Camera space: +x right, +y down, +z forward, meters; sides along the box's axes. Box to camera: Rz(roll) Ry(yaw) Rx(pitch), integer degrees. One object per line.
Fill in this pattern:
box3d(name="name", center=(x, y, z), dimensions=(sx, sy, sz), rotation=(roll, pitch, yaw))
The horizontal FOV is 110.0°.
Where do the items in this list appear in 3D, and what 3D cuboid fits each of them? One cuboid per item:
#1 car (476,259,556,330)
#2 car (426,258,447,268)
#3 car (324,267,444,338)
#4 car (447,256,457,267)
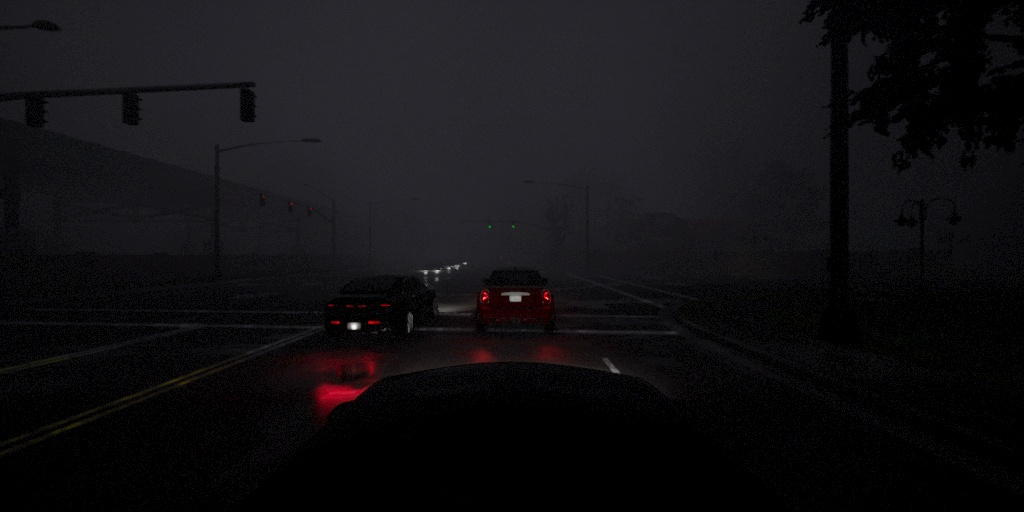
box3d(name="car", center=(0.095, 1.094, 11.191), dimensions=(2.097, 1.767, 4.553), rotation=(0, 0, 0))
box3d(name="car", center=(-10.573, 1.112, 49.376), dimensions=(1.812, 1.442, 4.674), rotation=(0, 1, 0))
box3d(name="car", center=(-3.407, 1.248, 10.161), dimensions=(1.837, 1.490, 4.892), rotation=(0, 0, 0))
box3d(name="car", center=(-10.545, 1.004, 58.096), dimensions=(1.812, 1.442, 4.674), rotation=(0, 1, 0))
